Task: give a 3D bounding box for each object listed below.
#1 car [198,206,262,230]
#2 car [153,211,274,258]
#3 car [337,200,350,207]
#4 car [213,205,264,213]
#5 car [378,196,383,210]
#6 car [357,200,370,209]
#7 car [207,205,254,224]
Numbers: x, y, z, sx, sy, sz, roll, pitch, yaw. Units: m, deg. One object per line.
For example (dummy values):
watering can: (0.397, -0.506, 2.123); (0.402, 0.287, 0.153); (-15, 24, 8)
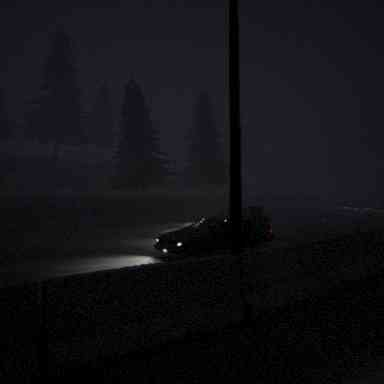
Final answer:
car: (2.880, 1.822, 24.369); (4.892, 1.490, 1.837); (0, -1, -42)
car: (1.105, 1.733, 13.667); (5.357, 1.411, 2.033); (0, -1, -38)
car: (28.516, 2.119, 62.425); (1.994, 1.385, 4.181); (-1, -1, 29)
car: (2.550, 1.604, 19.457); (4.553, 1.767, 2.097); (0, -1, -41)
car: (29.927, 1.664, 50.951); (2.150, 2.045, 5.566); (-1, -1, 33)
car: (29.383, 2.030, 56.855); (1.812, 1.442, 4.674); (-1, -1, 31)
car: (3.508, 1.950, 29.736); (4.181, 1.385, 1.994); (0, -1, -44)
